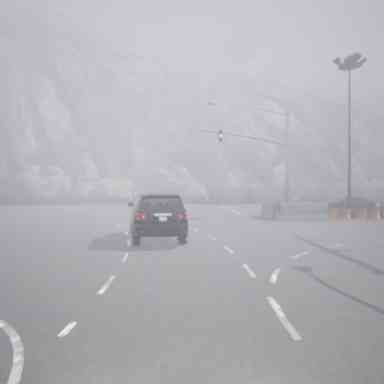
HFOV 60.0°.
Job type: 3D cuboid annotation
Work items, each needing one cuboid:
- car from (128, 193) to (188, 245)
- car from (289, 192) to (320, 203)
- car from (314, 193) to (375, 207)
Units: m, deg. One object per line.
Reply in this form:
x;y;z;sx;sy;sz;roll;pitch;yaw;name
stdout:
-1.619;1.047;14.829;2.150;2.045;5.566;0;1;-12;car
14.408;0.828;41.253;4.553;1.767;2.097;0;1;-3;car
14.292;1.107;30.747;4.892;1.490;1.837;0;1;-3;car
